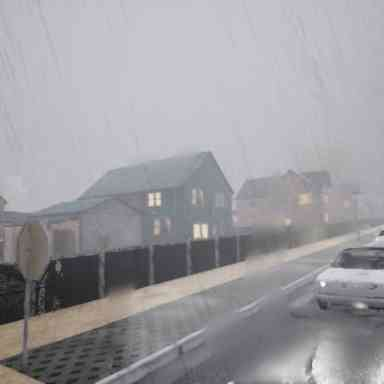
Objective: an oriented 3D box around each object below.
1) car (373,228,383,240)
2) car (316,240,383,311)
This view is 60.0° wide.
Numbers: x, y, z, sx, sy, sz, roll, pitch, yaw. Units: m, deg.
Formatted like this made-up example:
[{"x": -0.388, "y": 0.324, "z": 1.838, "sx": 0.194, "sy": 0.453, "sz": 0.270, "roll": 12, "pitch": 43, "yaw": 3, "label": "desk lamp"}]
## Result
[{"x": 11.616, "y": 2.739, "z": 19.087, "sx": 1.812, "sy": 1.442, "sz": 4.674, "roll": -6, "pitch": -6, "yaw": 34, "label": "car"}, {"x": 4.707, "y": 2.174, "z": 8.785, "sx": 1.895, "sy": 1.301, "sz": 4.718, "roll": -6, "pitch": -6, "yaw": 33, "label": "car"}]
